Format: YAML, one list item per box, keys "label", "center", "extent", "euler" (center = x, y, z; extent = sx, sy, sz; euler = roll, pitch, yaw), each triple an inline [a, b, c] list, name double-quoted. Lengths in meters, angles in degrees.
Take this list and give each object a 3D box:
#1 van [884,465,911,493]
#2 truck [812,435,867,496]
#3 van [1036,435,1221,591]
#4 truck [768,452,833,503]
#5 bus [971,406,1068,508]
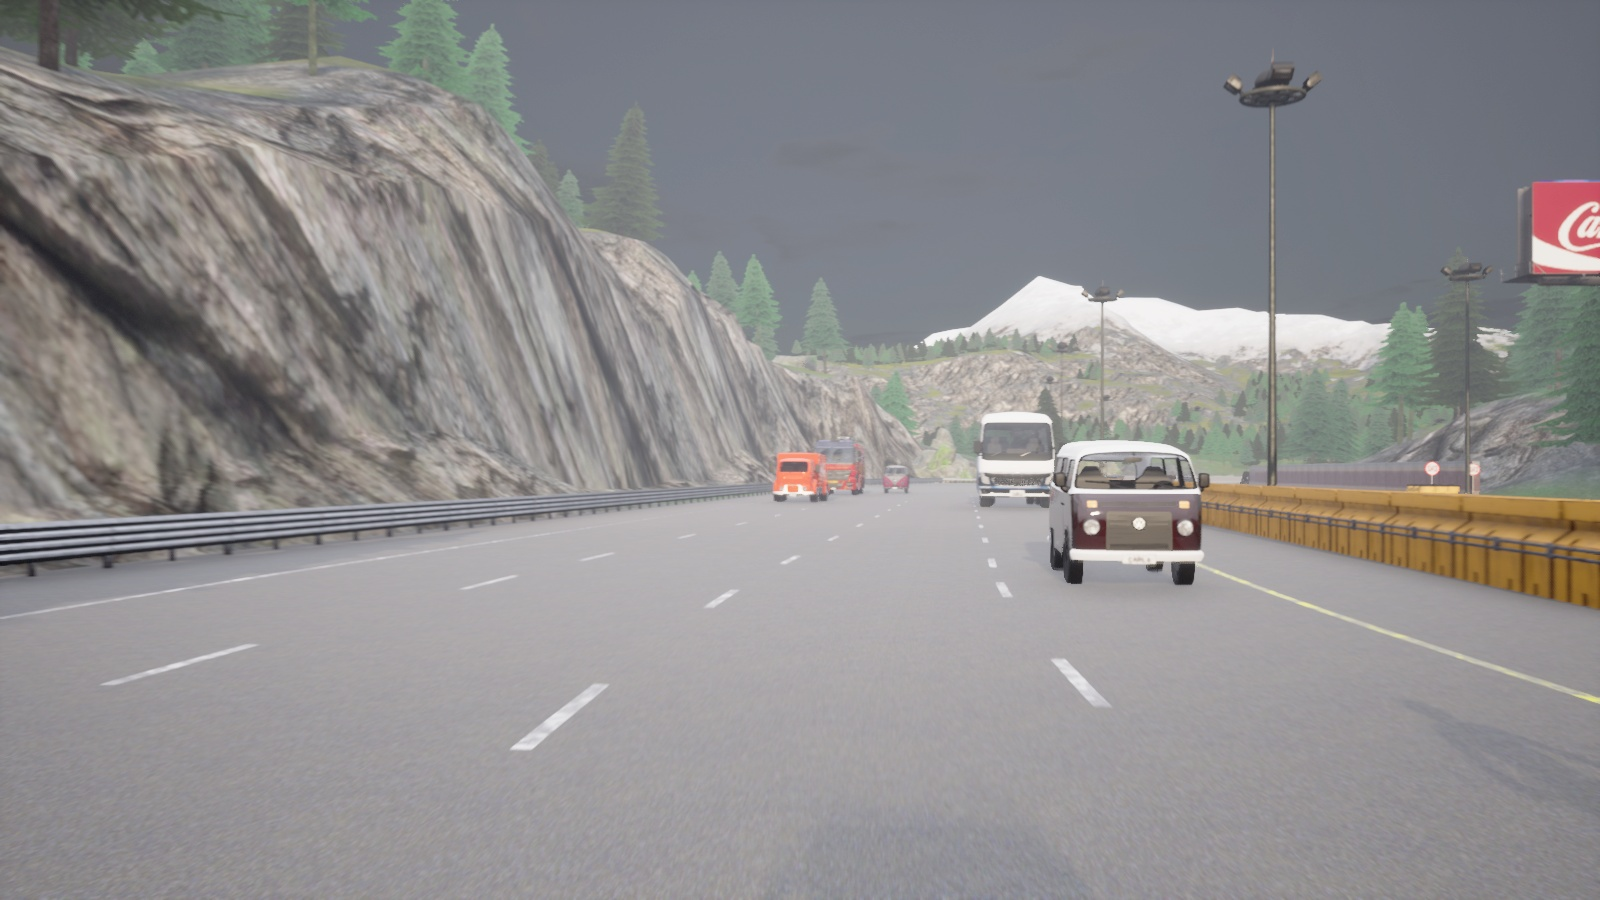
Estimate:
- label: "van"
  center: [7.014, 2.056, 89.894]
  extent: [1.775, 1.987, 4.442]
  euler: [0, -1, 7]
- label: "truck"
  center: [2.747, 1.047, 84.013]
  extent: [2.891, 3.827, 8.468]
  euler: [0, -1, 7]
- label: "van"
  center: [4.726, 0.837, 18.735]
  extent: [2.069, 2.038, 4.480]
  euler: [0, 0, 7]
- label: "truck"
  center: [0.075, 1.394, 63.726]
  extent: [2.627, 2.467, 5.204]
  euler: [0, -1, 8]
- label: "bus"
  center: [9.875, 0.385, 57.754]
  extent: [3.944, 4.253, 10.273]
  euler: [0, -1, 7]
